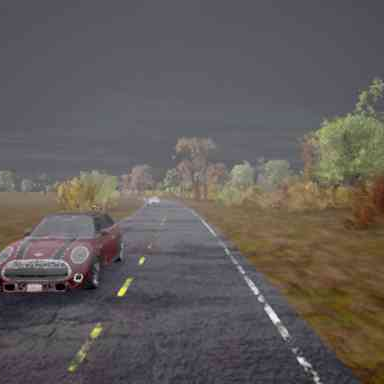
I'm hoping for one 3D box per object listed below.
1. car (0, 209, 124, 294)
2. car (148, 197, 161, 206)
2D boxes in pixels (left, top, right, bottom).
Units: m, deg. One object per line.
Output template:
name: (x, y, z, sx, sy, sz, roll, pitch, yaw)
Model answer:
car: (-3.226, 1.339, 8.968, 2.097, 1.767, 4.553, 0, 0, -1)
car: (-5.962, 1.462, 52.555, 1.812, 1.442, 4.674, 0, 0, -6)
